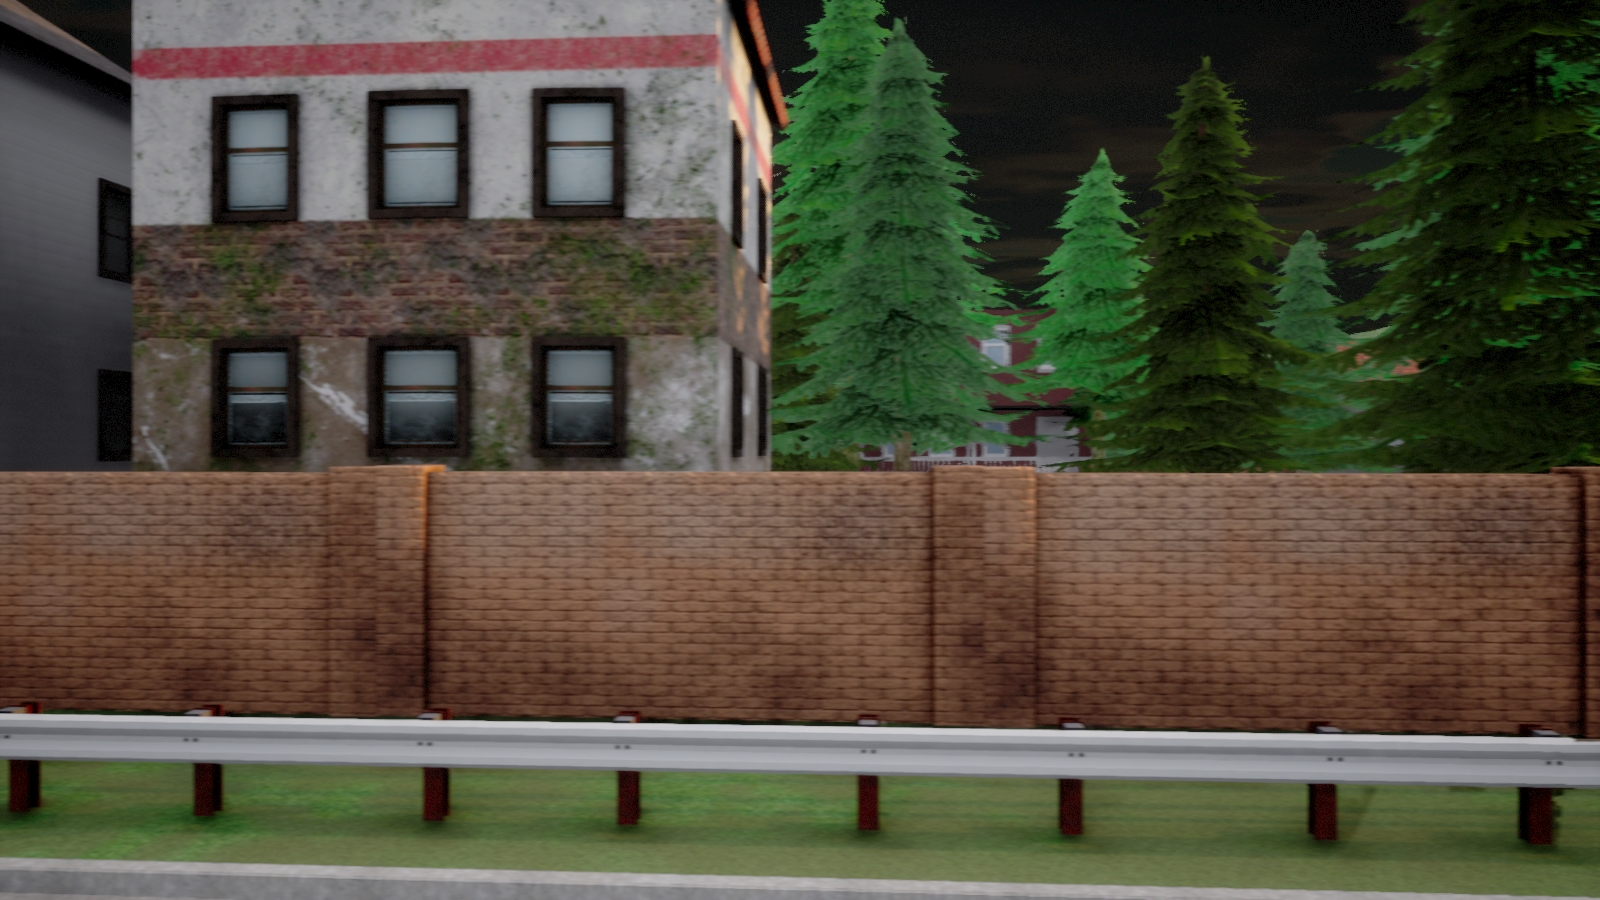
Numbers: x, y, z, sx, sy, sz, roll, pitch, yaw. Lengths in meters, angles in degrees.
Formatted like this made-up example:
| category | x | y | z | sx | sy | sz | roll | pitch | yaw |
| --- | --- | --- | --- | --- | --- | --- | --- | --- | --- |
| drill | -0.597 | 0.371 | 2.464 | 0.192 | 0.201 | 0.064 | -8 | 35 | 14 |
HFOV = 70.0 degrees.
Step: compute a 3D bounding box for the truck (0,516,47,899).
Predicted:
| category | x | y | z | sx | sy | sz | roll | pitch | yaw |
| --- | --- | --- | --- | --- | --- | --- | --- | --- | --- |
| truck | -6.472 | 1.565 | 4.607 | 5.204 | 2.467 | 2.627 | 0 | 0 | 3 |
